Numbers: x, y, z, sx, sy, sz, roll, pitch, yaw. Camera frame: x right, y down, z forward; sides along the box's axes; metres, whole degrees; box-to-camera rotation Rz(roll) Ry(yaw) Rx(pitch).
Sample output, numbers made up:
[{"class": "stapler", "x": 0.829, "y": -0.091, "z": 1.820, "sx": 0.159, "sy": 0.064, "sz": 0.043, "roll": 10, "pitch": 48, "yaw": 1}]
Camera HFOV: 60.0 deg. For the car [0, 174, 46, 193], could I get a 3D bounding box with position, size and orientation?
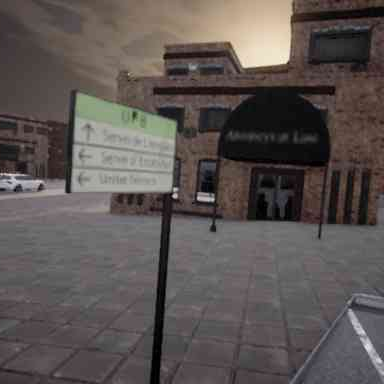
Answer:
[{"class": "car", "x": -19.294, "y": -1.012, "z": 37.865, "sx": 2.150, "sy": 2.045, "sz": 5.566, "roll": 5, "pitch": 4, "yaw": 18}]
